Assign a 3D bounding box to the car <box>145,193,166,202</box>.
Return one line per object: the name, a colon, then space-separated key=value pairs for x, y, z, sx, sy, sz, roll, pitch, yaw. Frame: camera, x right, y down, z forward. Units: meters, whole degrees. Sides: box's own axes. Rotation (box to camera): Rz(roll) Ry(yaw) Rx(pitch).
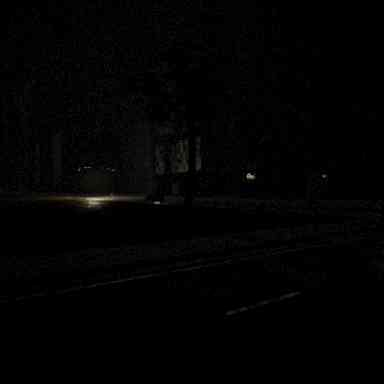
car: x=-6.214 y=0.985 z=56.616 sx=1.837 sy=1.490 sz=4.892 roll=-1 pitch=0 yaw=-35
